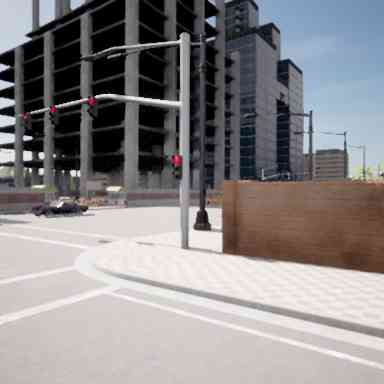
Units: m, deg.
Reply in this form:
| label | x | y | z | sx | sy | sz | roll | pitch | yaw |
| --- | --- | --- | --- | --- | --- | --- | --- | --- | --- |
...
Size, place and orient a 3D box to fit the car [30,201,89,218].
| label | x | y | z | sx | sy | sz | roll | pitch | yaw |
| --- | --- | --- | --- | --- | --- | --- | --- | --- | --- |
| car | -11.615 | 1.477 | 29.249 | 1.895 | 1.301 | 4.718 | 0 | 0 | 36 |

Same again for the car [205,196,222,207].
| label | x | y | z | sx | sy | sz | roll | pitch | yaw |
| --- | --- | --- | --- | --- | --- | --- | --- | --- | --- |
| car | 3.579 | 1.350 | 50.321 | 1.882 | 1.535 | 5.008 | 0 | 0 | 36 |
